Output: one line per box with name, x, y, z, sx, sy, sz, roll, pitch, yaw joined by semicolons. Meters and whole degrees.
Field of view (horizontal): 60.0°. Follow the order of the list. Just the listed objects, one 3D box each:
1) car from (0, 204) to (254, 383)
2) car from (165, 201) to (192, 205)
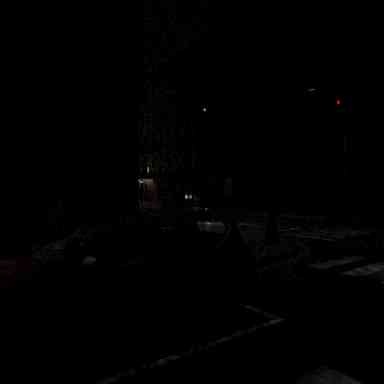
car;-1.202;1.286;5.322;5.009;1.841;2.192;-1;1;-35
car;-0.781;1.325;24.969;1.895;1.301;4.718;-1;1;-35
